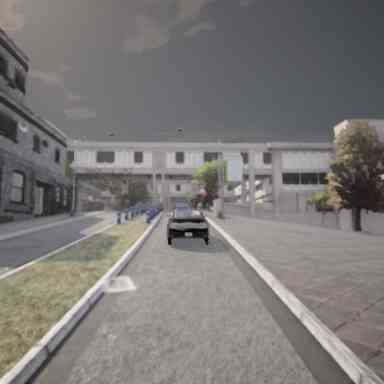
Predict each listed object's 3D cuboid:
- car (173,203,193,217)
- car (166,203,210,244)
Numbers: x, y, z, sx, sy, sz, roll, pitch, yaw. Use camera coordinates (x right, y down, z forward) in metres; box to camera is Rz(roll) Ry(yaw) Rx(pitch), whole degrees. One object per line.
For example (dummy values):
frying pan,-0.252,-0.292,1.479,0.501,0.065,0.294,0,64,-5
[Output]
car,-0.988,1.782,33.807,1.895,1.301,4.718,0,-1,-3
car,-0.215,1.515,15.964,2.128,1.511,4.902,0,0,-2
